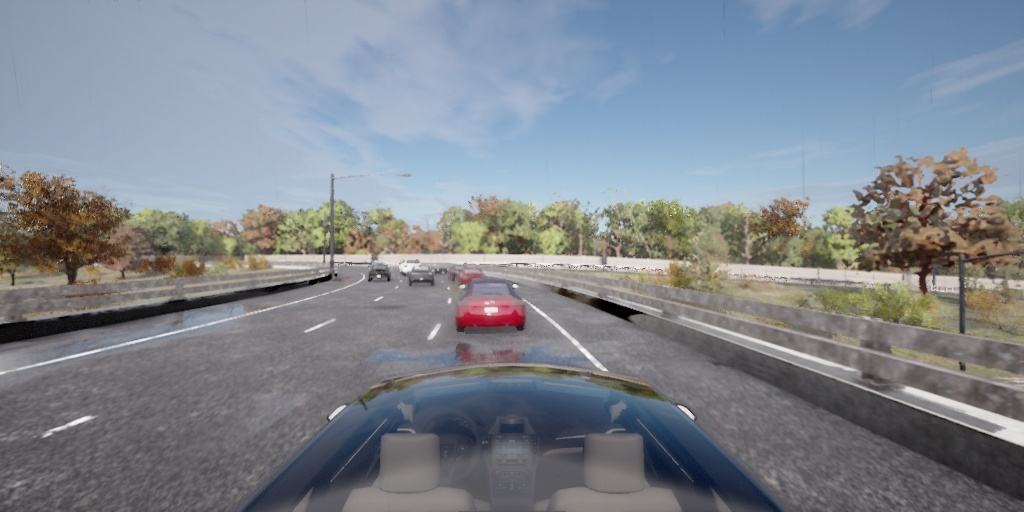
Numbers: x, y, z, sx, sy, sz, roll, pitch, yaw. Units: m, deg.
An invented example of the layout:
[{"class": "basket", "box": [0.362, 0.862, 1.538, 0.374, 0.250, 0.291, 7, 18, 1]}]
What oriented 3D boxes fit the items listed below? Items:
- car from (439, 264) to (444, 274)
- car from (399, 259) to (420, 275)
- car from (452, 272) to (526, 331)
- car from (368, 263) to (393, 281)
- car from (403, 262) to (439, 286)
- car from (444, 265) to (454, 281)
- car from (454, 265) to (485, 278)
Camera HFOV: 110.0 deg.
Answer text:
[{"class": "car", "box": [-9.130, 1.703, 45.003, 1.895, 1.301, 4.718, 0, -1, -23]}, {"class": "car", "box": [-12.465, 1.321, 43.969, 2.150, 2.045, 5.566, 0, 0, -23]}, {"class": "car", "box": [-0.723, 1.392, 11.395, 1.994, 1.385, 4.181, 0, 0, -5]}, {"class": "car", "box": [-12.168, 1.515, 33.145, 1.837, 1.490, 4.892, 0, -1, -17]}, {"class": "car", "box": [-7.035, 1.456, 27.892, 2.128, 1.511, 4.902, 0, 0, -14]}, {"class": "car", "box": [-4.893, 1.531, 33.209, 1.812, 1.442, 4.674, 0, -1, -17]}, {"class": "car", "box": [-2.818, 1.461, 24.764, 1.812, 1.442, 4.674, 0, 0, -12]}]
